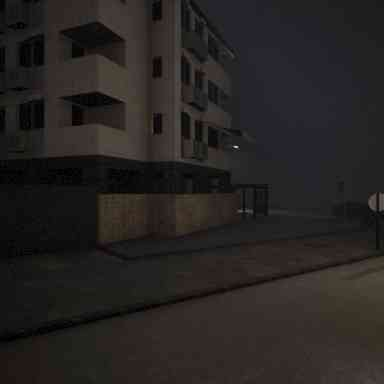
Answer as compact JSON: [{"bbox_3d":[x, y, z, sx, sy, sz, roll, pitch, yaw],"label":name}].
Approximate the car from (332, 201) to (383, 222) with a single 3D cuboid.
[{"bbox_3d":[13.680,1.504,26.561,1.837,1.490,4.892,0,0,-35],"label":"car"}]
